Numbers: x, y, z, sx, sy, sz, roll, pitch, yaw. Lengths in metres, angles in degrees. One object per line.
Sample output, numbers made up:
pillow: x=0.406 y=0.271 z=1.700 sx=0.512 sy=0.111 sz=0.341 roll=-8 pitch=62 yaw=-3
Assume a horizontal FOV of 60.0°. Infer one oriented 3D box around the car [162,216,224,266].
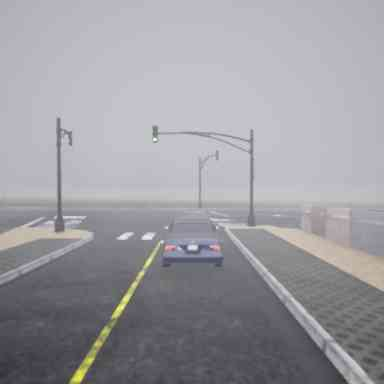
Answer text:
car: x=-0.006 y=1.526 z=11.375 sx=2.033 sy=1.411 sz=5.357 roll=0 pitch=0 yaw=-1
